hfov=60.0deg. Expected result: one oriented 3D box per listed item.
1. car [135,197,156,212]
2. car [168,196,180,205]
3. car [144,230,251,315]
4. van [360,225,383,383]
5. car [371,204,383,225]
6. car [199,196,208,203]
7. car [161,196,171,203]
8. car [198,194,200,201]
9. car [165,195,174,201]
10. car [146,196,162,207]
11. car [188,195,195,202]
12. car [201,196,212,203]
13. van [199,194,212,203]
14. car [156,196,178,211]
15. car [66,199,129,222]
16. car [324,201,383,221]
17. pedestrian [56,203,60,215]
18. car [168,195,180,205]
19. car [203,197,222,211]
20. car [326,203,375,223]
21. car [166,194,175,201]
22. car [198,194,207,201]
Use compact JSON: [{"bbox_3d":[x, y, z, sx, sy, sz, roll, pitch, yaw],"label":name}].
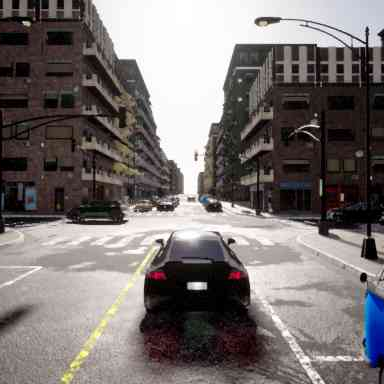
[{"bbox_3d":[-5.742,1.539,39.823,1.752,1.417,4.829,1,0,0],"label":"car"},{"bbox_3d":[-3.169,1.501,60.081,1.882,1.535,5.008,0,0,0],"label":"car"},{"bbox_3d":[0.088,1.566,7.663,1.994,1.385,4.181,0,0,0],"label":"car"},{"bbox_3d":[2.670,1.342,2.061,1.690,1.788,3.998,1,0,0],"label":"van"},{"bbox_3d":[13.505,1.583,19.829,4.313,1.339,1.947,0,-1,1],"label":"car"},{"bbox_3d":[2.579,1.612,73.862,1.802,1.307,4.206,1,0,0],"label":"car"},{"bbox_3d":[-5.799,1.575,73.849,1.887,1.381,4.507,1,0,0],"label":"car"},{"bbox_3d":[2.590,1.553,68.390,1.752,1.417,4.829,1,0,0],"label":"car"},{"bbox_3d":[-5.819,1.588,85.134,2.008,1.369,4.403,1,0,0],"label":"car"},{"bbox_3d":[-5.761,1.459,51.279,1.967,1.590,4.097,1,0,0],"label":"car"},{"bbox_3d":[-0.134,1.559,80.537,2.128,1.511,4.902,0,0,0],"label":"car"},{"bbox_3d":[2.627,1.567,45.650,2.008,1.369,4.403,1,0,0],"label":"car"},{"bbox_3d":[2.612,1.363,56.935,1.690,1.788,3.998,1,0,0],"label":"van"},{"bbox_3d":[-3.167,1.578,40.987,1.994,1.385,4.181,0,0,0],"label":"car"},{"bbox_3d":[-7.300,1.355,25.809,4.553,1.767,2.097,0,0,1],"label":"car"},{"bbox_3d":[13.595,1.608,28.210,4.097,1.590,1.967,0,-1,1],"label":"car"},{"bbox_3d":[-12.591,1.597,31.417,0.500,1.100,0.500,0,-1,1],"label":"pedestrian"},{"bbox_3d":[-3.179,1.496,49.704,1.882,1.535,5.008,0,0,0],"label":"car"},{"bbox_3d":[2.636,1.580,40.007,1.947,1.339,4.313,1,0,0],"label":"car"},{"bbox_3d":[13.158,1.610,25.585,4.902,1.511,2.128,0,-1,-1],"label":"car"},{"bbox_3d":[-5.826,1.481,90.777,1.967,1.590,4.097,1,0,0],"label":"car"},{"bbox_3d":[2.565,1.352,85.148,2.192,1.841,5.009,1,0,0],"label":"car"}]
